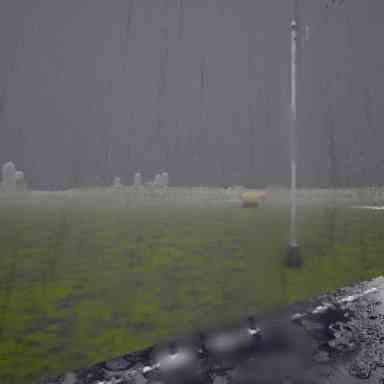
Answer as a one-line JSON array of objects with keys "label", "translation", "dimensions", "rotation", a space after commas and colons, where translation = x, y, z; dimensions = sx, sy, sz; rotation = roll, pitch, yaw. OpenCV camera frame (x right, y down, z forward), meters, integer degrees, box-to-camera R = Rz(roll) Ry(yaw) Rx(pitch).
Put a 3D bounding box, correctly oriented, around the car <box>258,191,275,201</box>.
[{"label": "car", "translation": [16.442, 0.897, 74.457], "dimensions": [2.150, 2.045, 5.566], "rotation": [-1, 0, -12]}]
